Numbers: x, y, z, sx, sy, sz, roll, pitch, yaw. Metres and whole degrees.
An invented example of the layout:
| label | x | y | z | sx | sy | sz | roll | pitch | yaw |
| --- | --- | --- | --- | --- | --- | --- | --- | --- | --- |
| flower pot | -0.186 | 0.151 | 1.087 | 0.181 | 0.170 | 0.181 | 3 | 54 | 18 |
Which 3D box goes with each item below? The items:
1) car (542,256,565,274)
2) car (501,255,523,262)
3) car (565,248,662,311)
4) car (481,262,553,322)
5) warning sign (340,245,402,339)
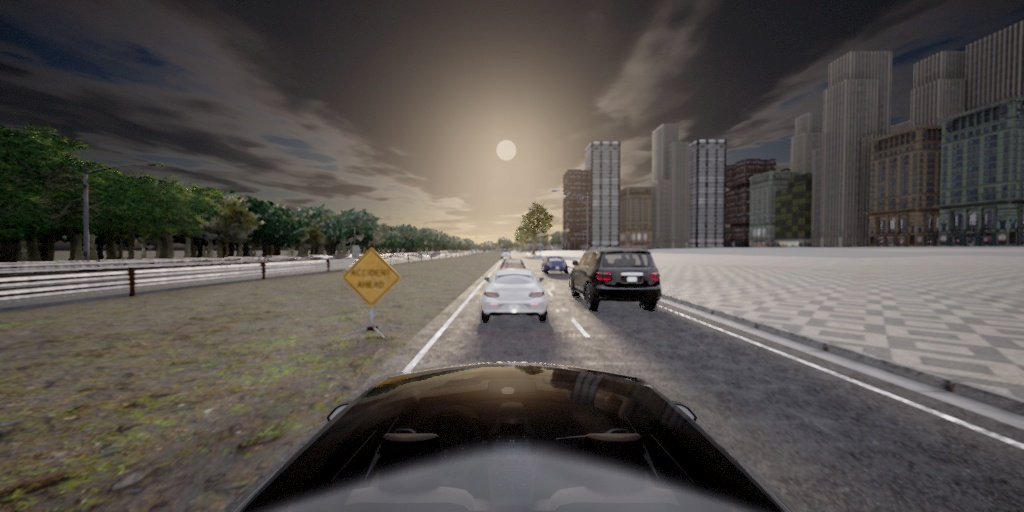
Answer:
| label | x | y | z | sx | sy | sz | roll | pitch | yaw |
| --- | --- | --- | --- | --- | --- | --- | --- | --- | --- |
| car | 3.576 | 0.714 | 30.423 | 1.812 | 1.442 | 4.674 | 0 | 1 | 0 |
| car | 0.069 | 0.840 | 27.822 | 1.895 | 1.301 | 4.718 | 0 | 1 | 0 |
| car | 3.581 | 0.742 | 13.345 | 2.150 | 2.045 | 5.566 | 0 | 1 | 0 |
| car | 0.070 | 1.087 | 11.353 | 1.812 | 1.442 | 4.674 | 0 | 1 | 0 |
| warning sign | -3.053 | 0.746 | 7.834 | 1.300 | 1.860 | 1.060 | 0 | 0 | 0 |
